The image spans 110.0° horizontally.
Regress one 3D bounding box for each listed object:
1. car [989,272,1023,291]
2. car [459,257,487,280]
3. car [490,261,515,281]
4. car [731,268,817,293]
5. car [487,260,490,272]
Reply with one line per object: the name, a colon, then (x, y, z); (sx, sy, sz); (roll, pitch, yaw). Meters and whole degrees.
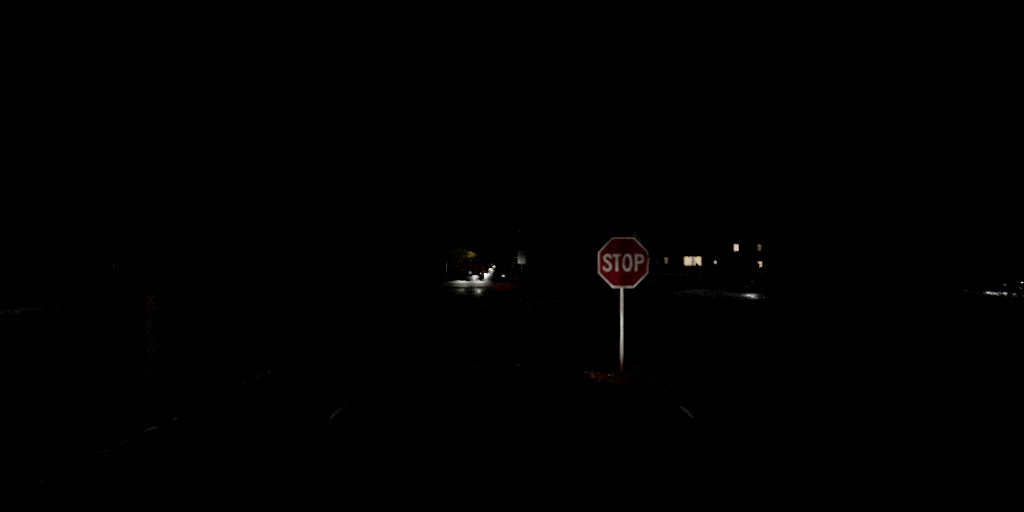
car: (34.501, 1.742, 23.680); (4.181, 1.385, 1.994); (0, 0, -1)
car: (-3.839, 1.160, 34.966); (2.150, 2.045, 5.566); (0, 0, -2)
car: (-0.813, 1.429, 32.543); (1.837, 1.490, 4.892); (0, 0, -2)
car: (16.781, 1.498, 23.049); (5.008, 1.535, 1.882); (1, 0, -4)
car: (-4.278, 1.645, 49.651); (1.895, 1.301, 4.718); (0, 0, -2)
